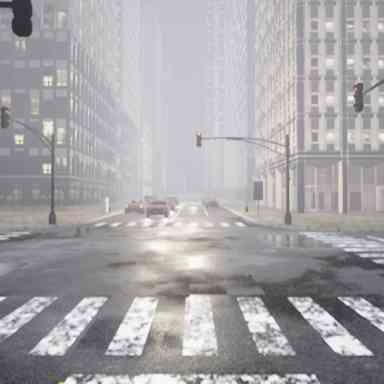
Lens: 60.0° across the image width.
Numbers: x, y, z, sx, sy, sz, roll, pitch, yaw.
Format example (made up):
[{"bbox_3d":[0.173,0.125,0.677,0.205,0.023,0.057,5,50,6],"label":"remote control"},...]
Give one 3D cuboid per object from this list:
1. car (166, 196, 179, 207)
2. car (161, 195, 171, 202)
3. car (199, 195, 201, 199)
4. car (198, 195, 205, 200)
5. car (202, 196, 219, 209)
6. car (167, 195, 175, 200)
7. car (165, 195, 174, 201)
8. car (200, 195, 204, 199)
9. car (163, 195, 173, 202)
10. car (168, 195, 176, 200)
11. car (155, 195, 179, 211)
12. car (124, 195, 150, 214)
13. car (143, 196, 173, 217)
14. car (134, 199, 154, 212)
[{"bbox_3d":[-3.040,1.436,52.866,1.882,1.535,5.008,0,0,0],"label":"car"},{"bbox_3d":[-5.624,1.489,73.085,1.887,1.381,4.507,1,0,0],"label":"car"},{"bbox_3d":[2.748,1.518,61.998,1.947,1.339,4.313,1,0,0],"label":"car"},{"bbox_3d":[2.772,1.473,95.461,1.887,1.381,4.507,1,0,0],"label":"car"},{"bbox_3d":[2.735,1.547,45.265,1.802,1.307,4.206,1,0,0],"label":"car"},{"bbox_3d":[-5.612,1.483,89.810,2.008,1.369,4.403,1,0,0],"label":"car"},{"bbox_3d":[-5.616,1.481,84.235,1.887,1.381,4.507,1,0,0],"label":"car"},{"bbox_3d":[2.745,1.482,56.591,1.752,1.417,4.829,1,0,0],"label":"car"},{"bbox_3d":[-5.620,1.491,78.660,2.008,1.369,4.403,1,0,0],"label":"car"},{"bbox_3d":[-5.609,1.494,95.385,1.947,1.339,4.313,1,0,0],"label":"car"},{"bbox_3d":[-3.060,1.458,41.151,2.128,1.511,4.902,0,0,0],"label":"car"},{"bbox_3d":[-5.649,1.413,34.058,1.967,1.590,4.097,1,0,0],"label":"car"},{"bbox_3d":[-3.071,1.453,30.960,1.882,1.535,5.008,0,0,0],"label":"car"},{"bbox_3d":[-5.649,1.551,39.634,1.802,1.307,4.206,1,0,0],"label":"car"}]
